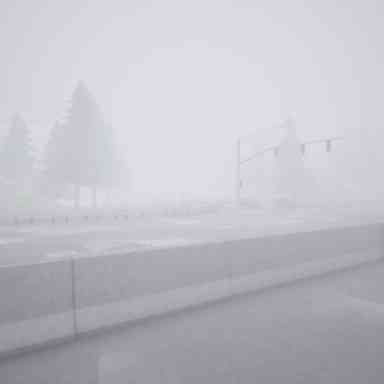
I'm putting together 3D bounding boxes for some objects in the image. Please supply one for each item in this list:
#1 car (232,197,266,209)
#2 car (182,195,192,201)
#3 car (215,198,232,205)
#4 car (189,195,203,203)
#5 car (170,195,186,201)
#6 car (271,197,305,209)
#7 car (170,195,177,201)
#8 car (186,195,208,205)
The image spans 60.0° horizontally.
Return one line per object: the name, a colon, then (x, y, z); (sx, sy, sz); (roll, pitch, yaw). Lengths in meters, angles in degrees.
car: (8.038, 1.496, 45.393); (2.128, 1.511, 4.902); (0, 0, -27)
car: (-1.335, 1.514, 86.704); (2.128, 1.511, 4.902); (0, 0, -3)
car: (5.800, 1.605, 57.377); (1.895, 1.301, 4.718); (0, 0, -24)
car: (0.832, 1.505, 71.757); (1.837, 1.490, 4.892); (0, 0, -14)
car: (-3.321, 1.545, 74.392); (2.033, 1.411, 5.357); (0, 0, -14)
car: (12.872, 1.513, 44.814); (1.837, 1.490, 4.892); (0, 0, -33)
car: (-4.937, 1.594, 89.862); (1.895, 1.301, 4.718); (0, 0, -3)
car: (1.186, 1.551, 59.350); (2.033, 1.411, 5.357); (0, 0, -21)
